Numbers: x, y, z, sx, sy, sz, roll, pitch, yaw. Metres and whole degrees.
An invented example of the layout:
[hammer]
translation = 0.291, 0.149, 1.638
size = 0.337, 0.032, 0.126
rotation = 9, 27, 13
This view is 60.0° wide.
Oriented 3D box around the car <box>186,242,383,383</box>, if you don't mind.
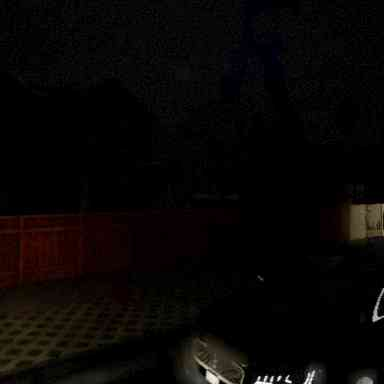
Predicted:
[car]
translation = 2.199, 1.519, 4.509
size = 4.892, 1.490, 1.837
rotation = 0, 0, -34
